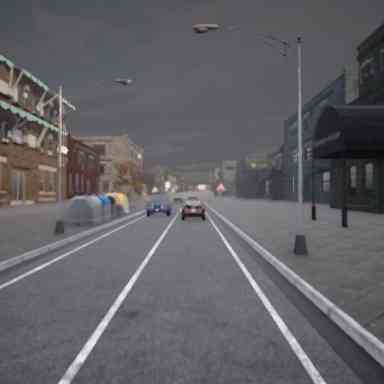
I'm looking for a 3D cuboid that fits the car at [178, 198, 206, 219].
[{"bbox_3d":[0.114,1.517,28.751,2.163,1.488,4.792,0,0,0],"label":"car"}]

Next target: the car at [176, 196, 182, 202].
[{"bbox_3d":[-2.960,1.563,73.160,2.033,1.411,5.357,0,0,0],"label":"car"}]

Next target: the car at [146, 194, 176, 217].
[{"bbox_3d":[-3.078,1.245,32.191,2.150,2.045,5.566,0,0,0],"label":"car"}]
